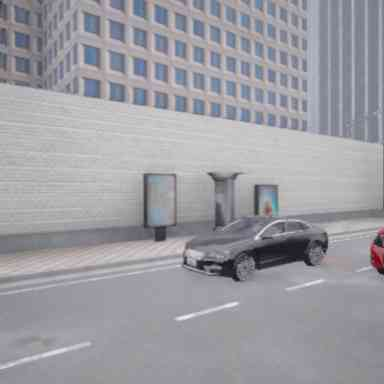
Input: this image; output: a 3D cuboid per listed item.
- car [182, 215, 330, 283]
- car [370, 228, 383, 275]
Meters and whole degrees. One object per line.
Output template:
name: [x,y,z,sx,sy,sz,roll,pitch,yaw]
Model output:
car: [1.993,1.465,9.683,4.902,1.511,2.128,0,0,-35]
car: [7.133,1.176,9.018,5.566,2.045,2.150,-1,1,-35]
